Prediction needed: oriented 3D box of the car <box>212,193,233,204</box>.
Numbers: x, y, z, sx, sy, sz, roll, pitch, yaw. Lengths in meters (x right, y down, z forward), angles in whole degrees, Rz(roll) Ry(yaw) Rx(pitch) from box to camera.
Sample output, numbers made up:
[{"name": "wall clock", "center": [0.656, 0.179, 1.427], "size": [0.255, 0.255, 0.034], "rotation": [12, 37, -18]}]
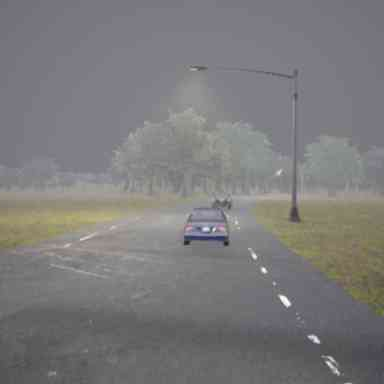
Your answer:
[{"name": "car", "center": [3.467, 0.910, 37.141], "size": [2.097, 1.767, 4.553], "rotation": [1, 1, 10]}]

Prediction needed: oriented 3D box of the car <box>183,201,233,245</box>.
[{"name": "car", "center": [0.678, 1.369, 14.600], "size": [2.033, 1.411, 5.357], "rotation": [0, 1, 4]}]
